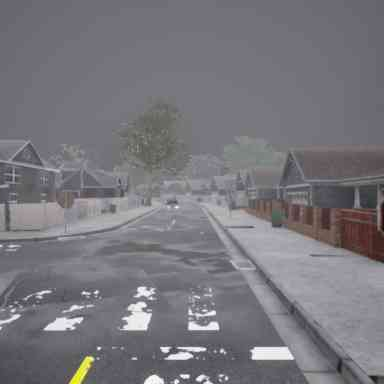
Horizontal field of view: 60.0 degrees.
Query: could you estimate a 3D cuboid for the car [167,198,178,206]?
[{"bbox_3d":[-3.336,1.651,57.042,1.895,1.301,4.718,0,0,-5],"label":"car"}]
